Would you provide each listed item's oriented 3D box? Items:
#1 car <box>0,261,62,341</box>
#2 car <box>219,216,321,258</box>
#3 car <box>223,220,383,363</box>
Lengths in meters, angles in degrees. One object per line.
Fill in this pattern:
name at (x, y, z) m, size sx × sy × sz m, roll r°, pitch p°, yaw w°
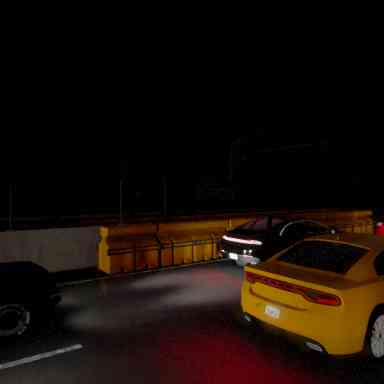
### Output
car at (-4.502, 1.601, 4.833) m, size 4.718 × 1.301 × 1.895 m, roll 0°, pitch 0°, yaw -36°
car at (3.074, 1.492, 10.240) m, size 4.902 × 1.511 × 2.128 m, roll 0°, pitch 0°, yaw -36°
car at (3.111, 1.478, 5.969) m, size 5.008 × 1.535 × 1.882 m, roll 0°, pitch 0°, yaw -36°
